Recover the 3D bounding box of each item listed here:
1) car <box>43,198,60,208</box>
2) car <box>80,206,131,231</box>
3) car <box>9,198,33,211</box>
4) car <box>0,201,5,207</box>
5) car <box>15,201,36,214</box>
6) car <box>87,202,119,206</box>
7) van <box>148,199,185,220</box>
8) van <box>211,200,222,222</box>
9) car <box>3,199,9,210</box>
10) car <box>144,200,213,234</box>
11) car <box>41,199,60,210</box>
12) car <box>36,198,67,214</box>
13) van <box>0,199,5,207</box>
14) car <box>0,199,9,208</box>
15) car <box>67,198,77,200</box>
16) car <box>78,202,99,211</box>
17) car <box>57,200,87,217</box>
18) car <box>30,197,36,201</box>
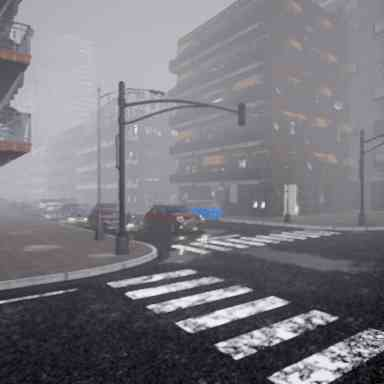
[{"bbox_3d":[-29.070,2.218,68.673,2.192,1.841,5.009,-1,0,-36],"label":"car"},{"bbox_3d":[-5.974,1.863,23.117,1.802,1.307,4.206,-1,0,-36],"label":"car"},{"bbox_3d":[-25.868,2.163,50.210,1.967,1.590,4.097,-1,0,-36],"label":"car"},{"bbox_3d":[-42.473,2.644,72.763,2.008,1.369,4.403,-1,0,-36],"label":"car"},{"bbox_3d":[-22.550,2.231,45.695,1.802,1.307,4.206,-1,0,-36],"label":"car"},{"bbox_3d":[-7.144,1.692,29.047,2.097,1.767,4.553,0,-1,-36],"label":"car"},{"bbox_3d":[-2.549,1.654,32.550,1.690,1.788,3.998,-1,0,-36],"label":"van"},{"bbox_3d":[0.766,1.580,28.034,1.690,1.788,3.998,-1,0,-36],"label":"van"},{"bbox_3d":[-29.180,2.347,54.725,2.008,1.369,4.403,-1,0,-36],"label":"car"},{"bbox_3d":[-1.140,1.559,20.891,2.097,1.767,4.553,0,-1,-37],"label":"car"},{"bbox_3d":[-25.264,2.136,59.125,2.097,1.767,4.553,0,-1,-36],"label":"car"},{"bbox_3d":[-19.501,1.837,45.958,2.150,2.045,5.566,0,-1,-36],"label":"car"},{"bbox_3d":[-32.500,2.212,59.240,1.690,1.788,3.998,-1,0,-36],"label":"van"},{"bbox_3d":[-39.149,2.334,68.257,2.192,1.841,5.009,-1,0,-36],"label":"car"},{"bbox_3d":[-18.932,1.865,50.505,2.150,2.045,5.566,0,-1,-36],"label":"car"},{"bbox_3d":[-15.804,2.189,50.612,1.802,1.307,4.206,-1,0,-36],"label":"car"},{"bbox_3d":[-13.316,1.955,37.467,1.882,1.535,5.008,0,-1,-36],"label":"car"},{"bbox_3d":[-35.701,2.366,77.704,2.192,1.841,5.009,-1,0,-36],"label":"car"}]
